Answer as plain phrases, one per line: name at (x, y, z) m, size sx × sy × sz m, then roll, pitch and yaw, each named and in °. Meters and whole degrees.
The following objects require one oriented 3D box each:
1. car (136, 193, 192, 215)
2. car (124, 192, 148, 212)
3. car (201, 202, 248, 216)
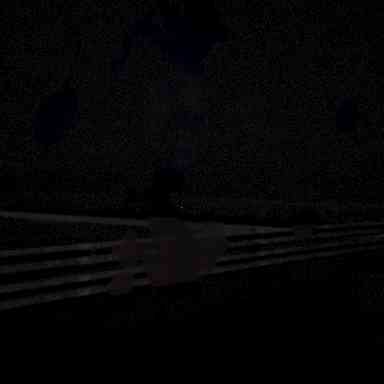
car at (-2.261, 1.261, 30.081) m, size 4.553 × 1.767 × 2.097 m, roll 1°, pitch -1°, yaw 23°
car at (-4.477, 1.066, 34.847) m, size 5.566 × 2.045 × 2.150 m, roll 1°, pitch -1°, yaw 23°
car at (3.500, 1.767, 35.262) m, size 4.718 × 1.301 × 1.895 m, roll 1°, pitch -1°, yaw 20°
